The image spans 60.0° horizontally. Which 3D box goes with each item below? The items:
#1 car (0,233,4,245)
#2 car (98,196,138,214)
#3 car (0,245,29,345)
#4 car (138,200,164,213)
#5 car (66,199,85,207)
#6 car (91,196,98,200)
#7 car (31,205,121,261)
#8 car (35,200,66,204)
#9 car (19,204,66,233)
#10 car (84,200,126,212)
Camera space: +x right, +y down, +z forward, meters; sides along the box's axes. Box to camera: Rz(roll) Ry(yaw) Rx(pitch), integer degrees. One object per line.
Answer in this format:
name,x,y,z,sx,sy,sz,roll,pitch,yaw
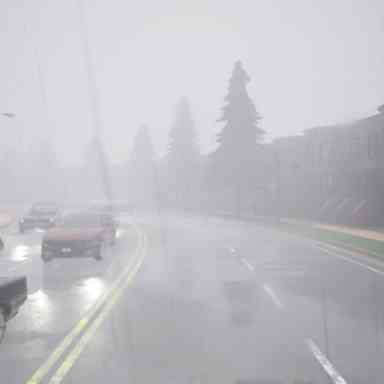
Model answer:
car,-7.336,1.561,9.615,1.994,1.385,4.181,0,0,-2
car,-7.809,1.465,34.717,1.882,1.535,5.008,0,0,-35
car,-3.632,1.600,3.295,1.895,1.301,4.718,0,0,0
car,-5.026,1.587,36.859,1.895,1.301,4.718,0,0,-34
car,-15.894,1.586,43.979,4.718,1.301,1.895,0,0,41
car,-12.671,1.335,45.790,4.553,1.767,2.097,0,0,42
car,-4.011,1.473,12.472,1.882,1.535,5.008,0,0,-6
car,-12.872,1.482,29.242,2.128,1.511,4.902,0,0,-30
car,-8.805,1.594,19.667,1.895,1.301,4.718,0,0,-17
car,-6.061,1.539,22.657,2.033,1.411,5.357,0,0,-19
